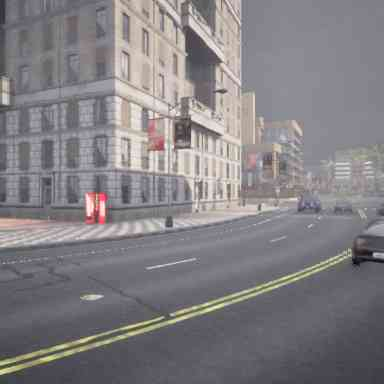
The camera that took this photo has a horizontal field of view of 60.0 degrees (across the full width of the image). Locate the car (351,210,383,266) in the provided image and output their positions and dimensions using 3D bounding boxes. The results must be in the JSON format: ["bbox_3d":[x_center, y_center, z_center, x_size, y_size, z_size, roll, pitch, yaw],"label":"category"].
[{"bbox_3d":[6.523,1.525,10.669,1.812,1.442,4.674,0,0,40],"label":"car"}]

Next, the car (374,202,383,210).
[{"bbox_3d":[15.827,1.504,26.526,1.837,1.490,4.892,0,0,26],"label":"car"}]

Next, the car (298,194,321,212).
[{"bbox_3d":[13.612,1.261,38.331,2.150,2.045,5.566,0,0,25],"label":"car"}]

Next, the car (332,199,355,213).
[{"bbox_3d":[16.792,1.555,36.868,1.837,1.490,4.892,0,0,25],"label":"car"}]
